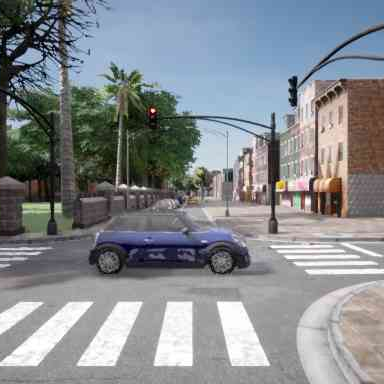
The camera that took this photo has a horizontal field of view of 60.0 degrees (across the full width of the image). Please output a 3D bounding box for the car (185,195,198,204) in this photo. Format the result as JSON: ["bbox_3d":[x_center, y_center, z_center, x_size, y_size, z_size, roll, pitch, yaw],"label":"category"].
[{"bbox_3d":[0.130,1.627,59.511,1.882,1.535,5.008,0,0,0],"label":"car"}]

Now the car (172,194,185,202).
[{"bbox_3d":[-2.949,1.401,64.262,2.150,2.045,5.566,0,0,0],"label":"car"}]

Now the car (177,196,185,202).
[{"bbox_3d":[-2.603,1.817,81.823,1.887,1.381,4.507,0,0,0],"label":"car"}]

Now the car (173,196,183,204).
[{"bbox_3d":[-2.985,1.714,71.231,1.837,1.490,4.892,0,0,0],"label":"car"}]

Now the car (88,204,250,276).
[{"bbox_3d":[-0.605,1.357,9.889,4.553,1.767,2.097,0,0,0],"label":"car"}]

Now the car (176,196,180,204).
[{"bbox_3d":[-2.623,1.497,36.314,1.967,1.590,4.097,0,0,0],"label":"car"}]

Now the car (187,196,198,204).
[{"bbox_3d":[0.128,1.689,68.865,2.128,1.511,4.902,0,0,0],"label":"car"}]

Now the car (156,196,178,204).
[{"bbox_3d":[-2.627,1.481,30.626,1.967,1.590,4.097,0,0,0],"label":"car"}]

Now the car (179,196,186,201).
[{"bbox_3d":[-2.598,1.913,93.200,1.947,1.339,4.313,-1,0,0],"label":"car"}]

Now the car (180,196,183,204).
[{"bbox_3d":[-2.619,1.679,47.692,1.802,1.307,4.206,0,0,0],"label":"car"}]

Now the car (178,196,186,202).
[{"bbox_3d":[-2.601,1.860,87.512,2.008,1.369,4.403,-1,0,0],"label":"car"}]
